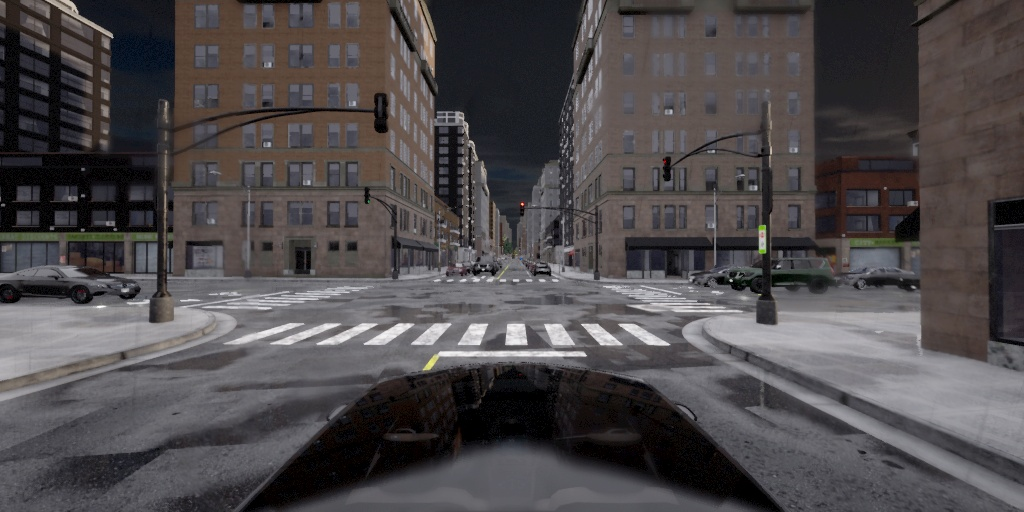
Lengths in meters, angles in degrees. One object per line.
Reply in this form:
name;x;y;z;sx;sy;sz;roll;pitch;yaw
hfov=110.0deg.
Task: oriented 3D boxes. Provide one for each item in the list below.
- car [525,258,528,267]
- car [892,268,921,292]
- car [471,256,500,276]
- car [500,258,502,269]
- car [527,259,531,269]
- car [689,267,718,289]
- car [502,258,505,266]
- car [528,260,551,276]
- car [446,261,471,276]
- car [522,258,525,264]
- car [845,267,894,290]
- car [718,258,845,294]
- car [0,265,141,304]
car;3.100;1.303;47.279;2.007;1.370;4.403;0;0;1
car;25.690;1.551;20.933;4.718;1.301;1.895;0;-1;0
car;-2.784;0.976;37.826;2.150;2.045;5.566;0;0;1
car;-2.661;1.258;47.914;1.837;1.490;4.892;0;0;1
car;3.033;1.297;41.749;1.888;1.381;4.507;0;0;1
car;14.593;1.401;24.251;4.902;1.511;2.128;0;-1;2
car;-2.525;1.353;58.170;1.895;1.301;4.718;0;0;1
car;2.965;1.318;36.219;1.948;1.339;4.313;0;0;1
car;-5.561;1.336;36.319;1.802;1.307;4.207;0;0;1
car;3.303;1.316;63.870;1.948;1.339;4.313;0;0;1
car;24.220;1.465;24.189;4.902;1.511;2.128;0;-1;0
car;15.599;1.105;20.998;5.566;2.045;2.150;0;-1;0
car;-17.929;1.106;14.506;4.674;1.442;1.812;0;-1;1
